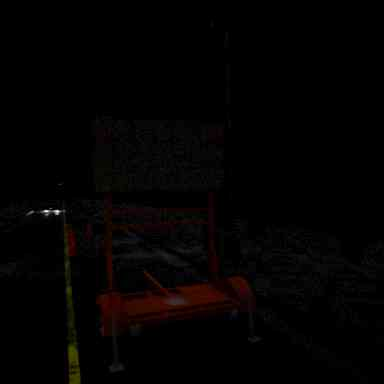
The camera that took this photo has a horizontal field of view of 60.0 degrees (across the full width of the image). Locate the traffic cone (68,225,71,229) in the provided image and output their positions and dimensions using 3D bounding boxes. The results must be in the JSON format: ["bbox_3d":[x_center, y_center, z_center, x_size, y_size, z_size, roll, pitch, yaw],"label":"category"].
[{"bbox_3d":[-5.705,1.968,15.620,0.340,0.580,0.340,-1,0,-21],"label":"traffic cone"}]

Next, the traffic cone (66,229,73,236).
[{"bbox_3d":[-4.979,1.965,13.756,0.340,0.580,0.340,-1,0,-21],"label":"traffic cone"}]

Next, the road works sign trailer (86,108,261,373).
[{"bbox_3d":[-0.554,0.433,5.823,2.380,3.560,2.880,-1,0,-21],"label":"road works sign trailer"}]

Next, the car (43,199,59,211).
[{"bbox_3d":[-18.756,1.689,44.353,2.033,1.411,5.357,-1,0,-21],"label":"car"}]

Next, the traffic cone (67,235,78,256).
[{"bbox_3d":[-4.253,1.961,11.893,0.340,0.580,0.340,-1,0,-21],"label":"traffic cone"}]
